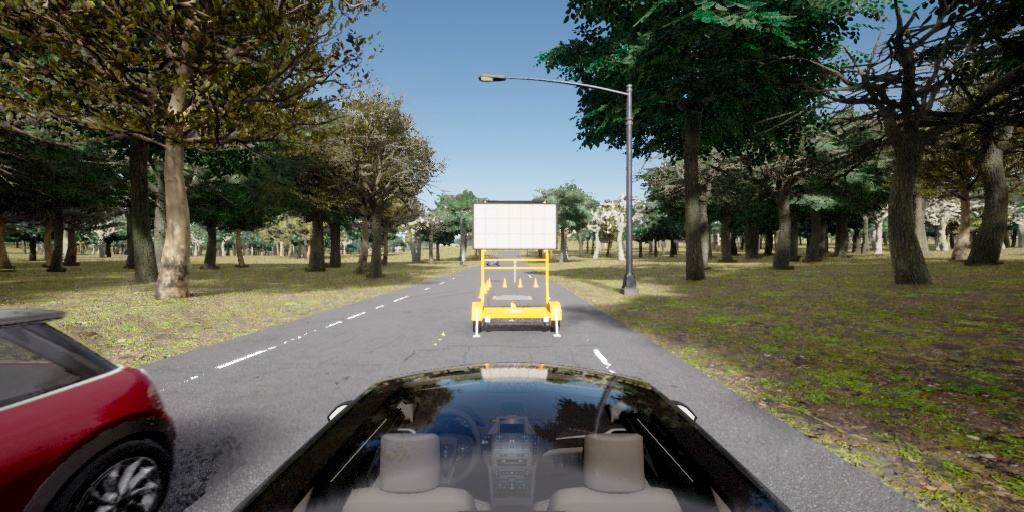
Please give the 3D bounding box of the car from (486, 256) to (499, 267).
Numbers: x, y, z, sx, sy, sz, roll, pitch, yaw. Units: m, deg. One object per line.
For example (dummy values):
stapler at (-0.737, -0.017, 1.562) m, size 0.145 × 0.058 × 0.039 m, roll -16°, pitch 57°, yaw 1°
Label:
car at (-3.437, 0.959, 63.891) m, size 2.150 × 2.045 × 5.566 m, roll 0°, pitch 0°, yaw 0°

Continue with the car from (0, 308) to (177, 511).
car at (-3.597, 1.102, 0.742) m, size 2.097 × 1.767 × 4.553 m, roll 0°, pitch 0°, yaw 0°

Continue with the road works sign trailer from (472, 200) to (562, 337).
road works sign trailer at (0.079, 0.221, 10.297) m, size 2.380 × 3.560 × 2.880 m, roll 0°, pitch 0°, yaw -2°
